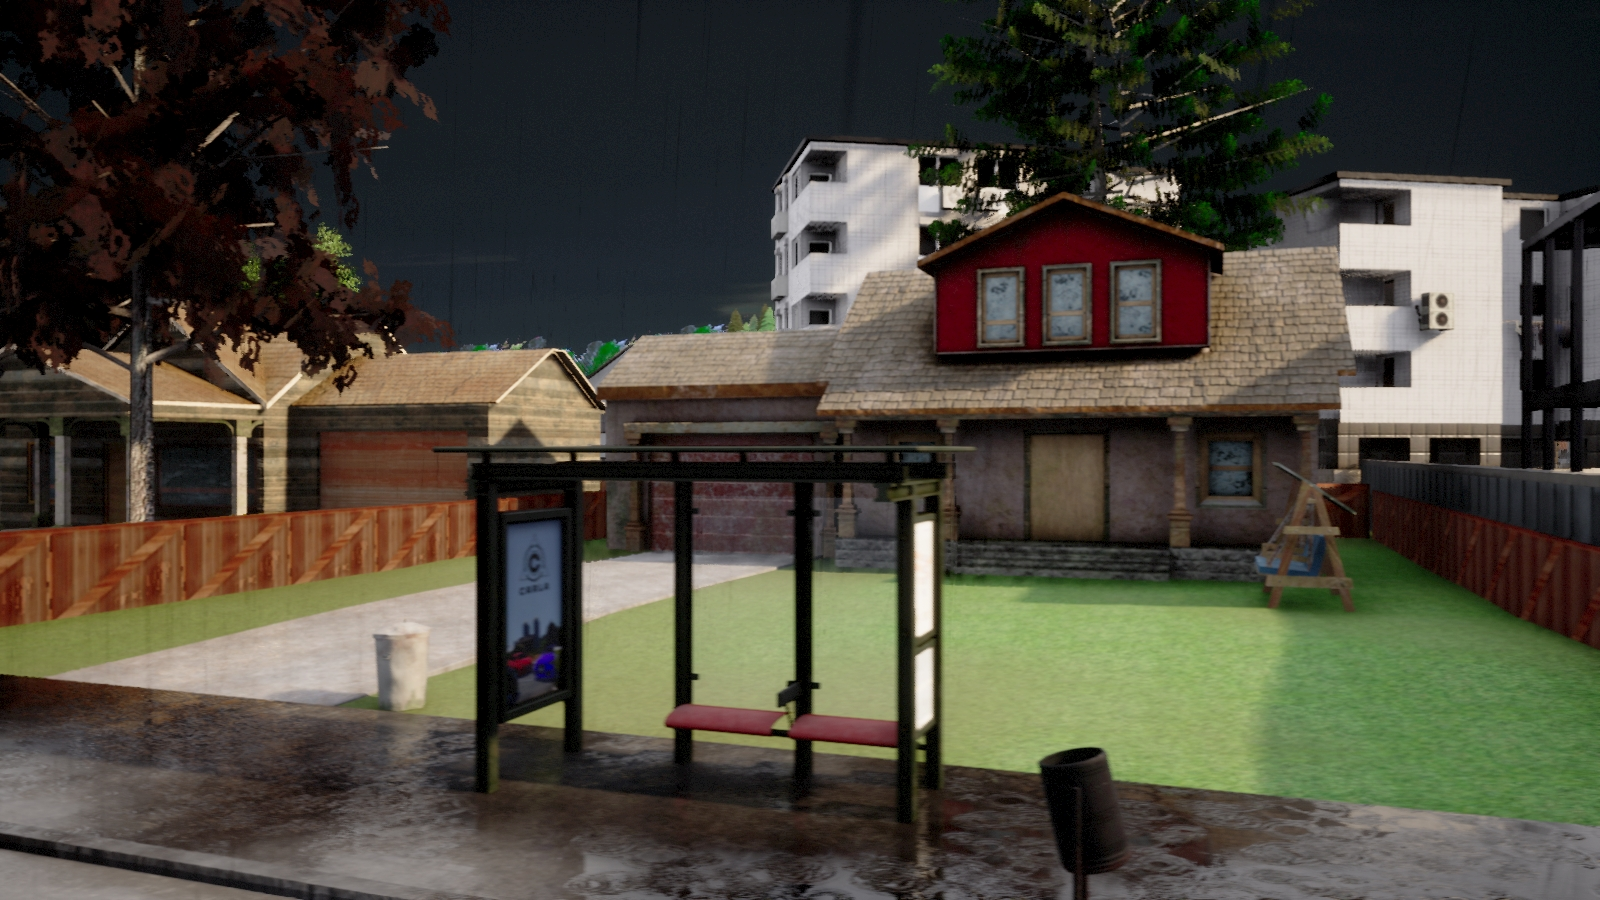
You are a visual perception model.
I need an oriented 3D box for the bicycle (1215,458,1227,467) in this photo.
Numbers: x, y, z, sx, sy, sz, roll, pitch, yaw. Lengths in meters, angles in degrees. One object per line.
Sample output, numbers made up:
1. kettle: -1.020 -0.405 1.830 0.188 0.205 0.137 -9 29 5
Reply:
1. bicycle: 70.387 2.060 191.098 1.835 1.471 0.329 0 0 20
